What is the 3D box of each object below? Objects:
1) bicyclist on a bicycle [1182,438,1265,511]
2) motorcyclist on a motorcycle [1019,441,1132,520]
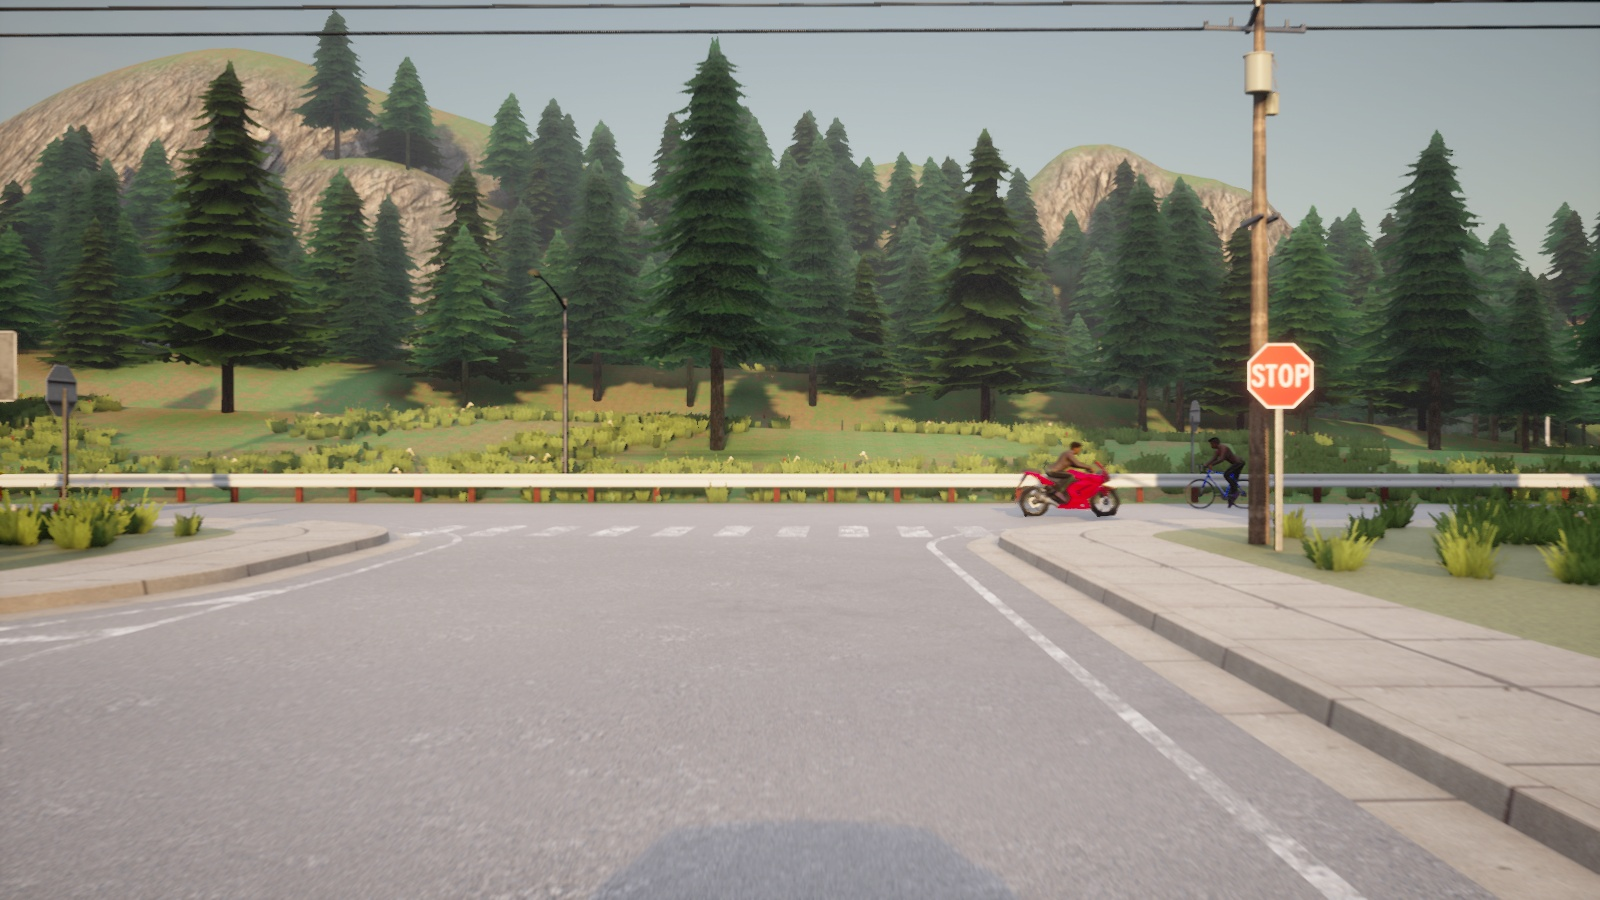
[{"bbox_3d":[9.483,0.548,28.152,1.656,1.620,0.582,0,0,1],"label":"bicyclist on a bicycle"},{"bbox_3d":[5.410,0.593,24.747,2.044,1.523,0.797,0,0,1],"label":"motorcyclist on a motorcycle"}]
